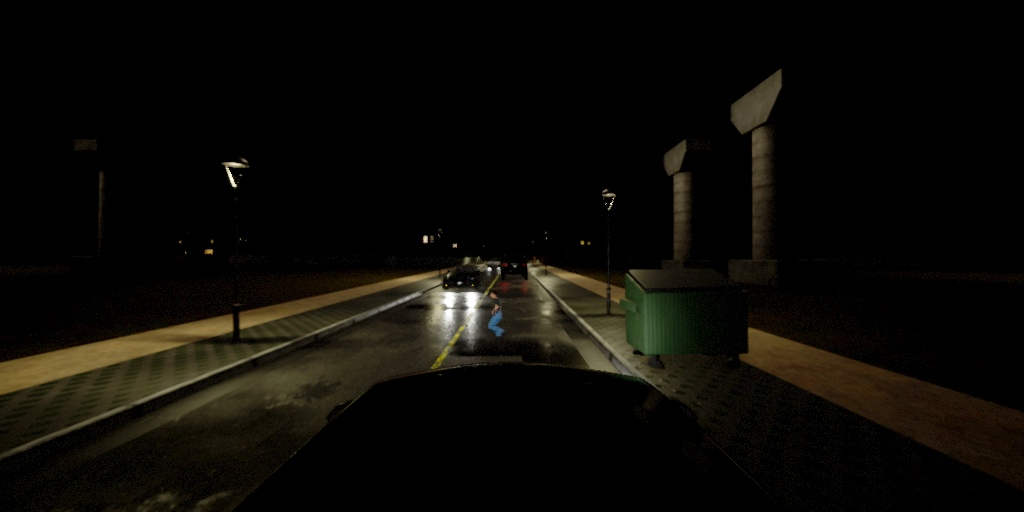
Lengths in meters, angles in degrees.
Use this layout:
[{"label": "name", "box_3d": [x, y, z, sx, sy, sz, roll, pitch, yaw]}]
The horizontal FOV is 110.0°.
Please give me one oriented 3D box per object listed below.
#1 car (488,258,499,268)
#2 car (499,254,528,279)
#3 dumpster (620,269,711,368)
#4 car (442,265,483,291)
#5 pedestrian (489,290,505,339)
[{"label": "car", "box_3d": [-2.722, 1.067, 55.796, 1.812, 1.442, 4.674, 0, 0, 0]}, {"label": "car", "box_3d": [0.154, 0.870, 30.577, 2.150, 2.045, 5.566, 0, 0, -1]}, {"label": "dumpster", "box_3d": [3.019, 1.125, 7.413, 1.020, 1.700, 1.940, 0, 0, 0]}, {"label": "car", "box_3d": [-2.810, 1.245, 21.192, 1.994, 1.385, 4.181, 0, 0, 0]}, {"label": "pedestrian", "box_3d": [-0.350, 1.300, 8.447, 0.375, 1.300, 0.375, 1, -1, 0]}]
